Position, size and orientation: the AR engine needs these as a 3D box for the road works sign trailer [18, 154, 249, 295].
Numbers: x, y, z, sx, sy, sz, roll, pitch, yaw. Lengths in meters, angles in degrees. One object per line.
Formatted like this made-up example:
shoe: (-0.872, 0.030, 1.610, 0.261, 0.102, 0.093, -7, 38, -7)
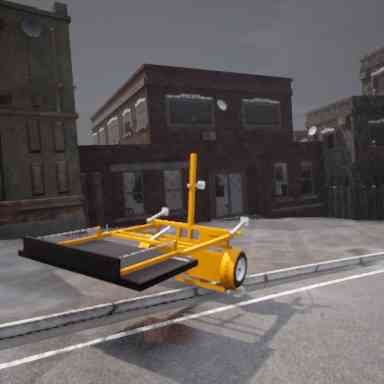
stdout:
road works sign trailer: (-0.703, 0.699, 5.828, 2.380, 2.880, 3.560, 5, 5, 31)
